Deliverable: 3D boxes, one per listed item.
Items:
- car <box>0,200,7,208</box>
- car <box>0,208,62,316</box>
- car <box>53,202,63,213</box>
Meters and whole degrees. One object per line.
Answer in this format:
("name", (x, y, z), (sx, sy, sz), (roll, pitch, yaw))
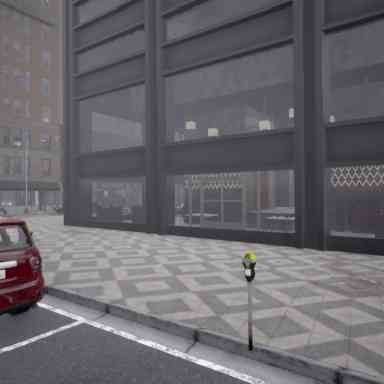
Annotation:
("car", (-19.257, 1.503, 29.954), (2.097, 1.767, 4.553), (-1, -1, 36))
("car", (-4.828, 1.317, 6.295), (5.009, 1.841, 2.192), (0, -1, 35))
("car", (-13.136, 1.461, 38.453), (2.150, 2.045, 5.566), (-1, -1, 36))
